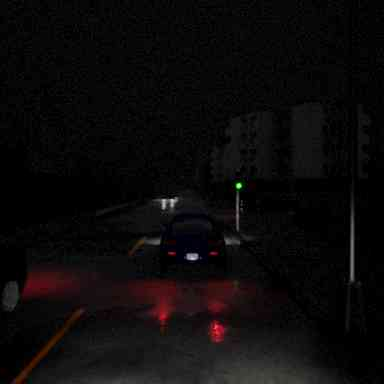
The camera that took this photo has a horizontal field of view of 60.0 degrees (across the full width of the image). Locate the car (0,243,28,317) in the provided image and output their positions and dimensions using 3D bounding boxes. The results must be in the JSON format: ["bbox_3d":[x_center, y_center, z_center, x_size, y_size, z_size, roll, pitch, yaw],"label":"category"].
[{"bbox_3d":[-4.106,1.416,4.380,1.882,1.535,5.008,0,1,0],"label":"car"}]

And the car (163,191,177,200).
[{"bbox_3d":[-4.297,0.649,61.835,1.837,1.490,4.892,0,1,0],"label":"car"}]

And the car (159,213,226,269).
[{"bbox_3d":[0.023,1.379,10.463,1.812,1.442,4.674,0,1,0],"label":"car"}]

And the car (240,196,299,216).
[{"bbox_3d":[6.316,1.127,27.209,4.892,1.490,1.837,0,-3,-15],"label":"car"}]
